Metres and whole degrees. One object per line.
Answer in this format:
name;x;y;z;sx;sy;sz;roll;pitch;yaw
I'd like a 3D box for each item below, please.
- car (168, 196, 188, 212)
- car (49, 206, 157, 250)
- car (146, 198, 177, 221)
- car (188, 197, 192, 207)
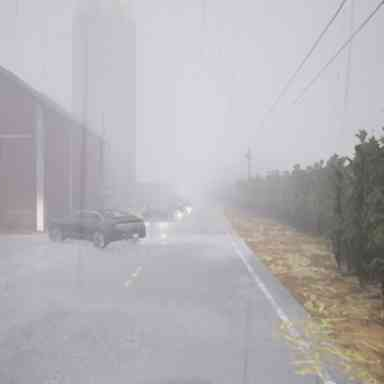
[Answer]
car;-1.947;1.237;36.809;2.097;1.767;4.553;0;0;4
car;-4.150;1.447;14.207;4.902;1.511;2.128;0;0;36
car;-2.623;1.442;26.705;1.812;1.442;4.674;0;0;5
car;-1.059;1.447;49.332;1.895;1.301;4.718;0;0;4
